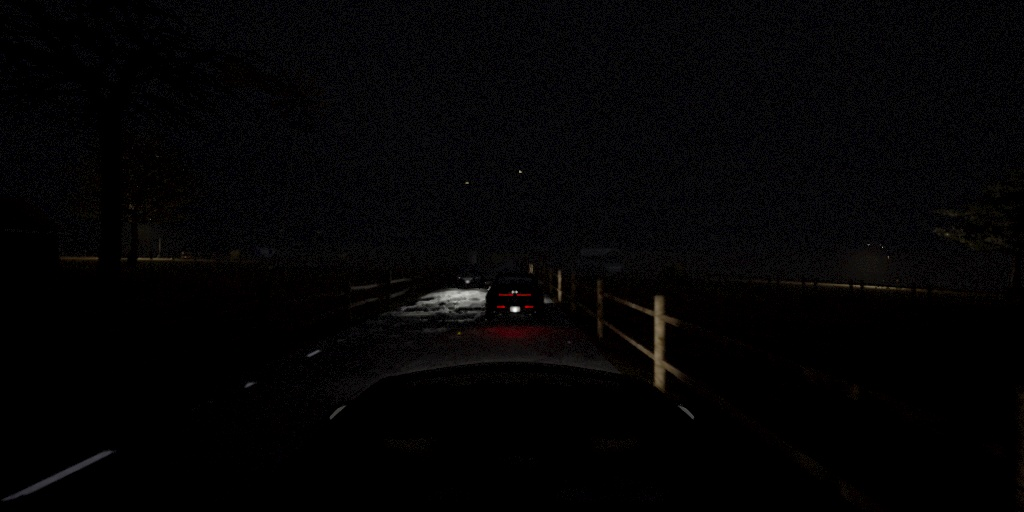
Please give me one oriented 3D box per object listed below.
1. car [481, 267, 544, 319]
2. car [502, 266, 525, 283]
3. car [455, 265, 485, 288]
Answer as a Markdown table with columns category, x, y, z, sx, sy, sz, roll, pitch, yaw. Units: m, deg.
| category | x | y | z | sx | sy | sz | roll | pitch | yaw |
| --- | --- | --- | --- | --- | --- | --- | --- | --- | --- |
| car | 0.097 | 1.316 | 13.001 | 1.837 | 1.490 | 4.892 | 0 | 0 | 0 |
| car | 0.112 | 1.572 | 31.275 | 1.895 | 1.301 | 4.718 | 0 | -1 | 0 |
| car | -2.838 | 1.400 | 25.396 | 2.128 | 1.511 | 4.902 | 0 | -1 | 0 |
